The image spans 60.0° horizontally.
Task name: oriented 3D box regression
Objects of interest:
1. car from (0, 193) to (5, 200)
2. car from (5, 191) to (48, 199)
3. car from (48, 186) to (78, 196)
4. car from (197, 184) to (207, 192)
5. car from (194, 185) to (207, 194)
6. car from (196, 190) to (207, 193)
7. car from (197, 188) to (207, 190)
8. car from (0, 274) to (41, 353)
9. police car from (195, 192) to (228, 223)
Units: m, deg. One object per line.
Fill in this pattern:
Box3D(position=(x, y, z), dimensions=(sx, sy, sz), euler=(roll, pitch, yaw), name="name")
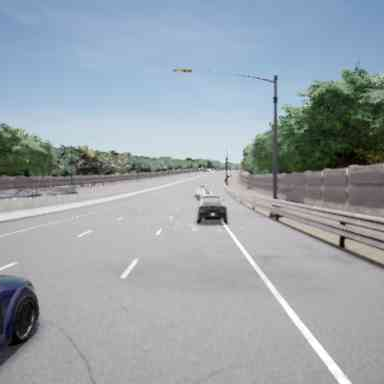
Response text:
Box3D(position=(-23.709, 0.587, 44.046), dimensions=(2.033, 1.411, 5.357), euler=(0, 2, 3), name="car")
Box3D(position=(-20.310, 0.636, 41.094), dimensions=(2.128, 1.511, 4.902), euler=(0, 2, 2), name="car")
Box3D(position=(-16.727, 0.297, 43.192), dimensions=(2.150, 2.045, 5.566), euler=(0, 2, 3), name="car")
Box3D(position=(2.230, -0.886, 71.900), dimensions=(1.882, 1.535, 5.008), euler=(0, 3, 4), name="car")
Box3D(position=(1.437, 0.045, 56.899), dimensions=(1.812, 1.442, 4.674), euler=(0, 3, 3), name="car")
Box3D(position=(1.514, 0.891, 31.999), dimensions=(1.801, 1.575, 5.366), euler=(0, 1, 2), name="car")
Box3D(position=(1.696, 0.727, 37.923), dimensions=(1.801, 1.575, 5.366), euler=(0, 2, 2), name="car")
Box3D(position=(-3.381, 1.508, 3.547), dimensions=(1.994, 1.385, 4.181), euler=(0, 1, 0), name="car")
Box3D(position=(1.275, 1.065, 22.039), dimensions=(1.930, 1.638, 5.238), euler=(0, 1, 1), name="police car")
